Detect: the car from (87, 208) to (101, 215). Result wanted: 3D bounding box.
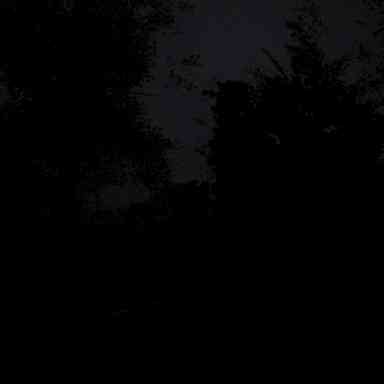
[{"bbox_3d":[-22.537,4.784,78.082,4.674,1.452,2.002,1,-3,-34],"label":"car"}]

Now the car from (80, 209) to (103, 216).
[{"bbox_3d":[-24.352,4.917,80.807,4.892,1.521,2.231,1,-3,-34],"label":"car"}]

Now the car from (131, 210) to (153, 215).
[{"bbox_3d":[-7.255,3.340,55.258,4.674,1.452,2.002,1,-3,-34],"label":"car"}]

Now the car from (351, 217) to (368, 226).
[{"bbox_3d":[13.793,1.620,24.353,5.566,2.045,2.435,1,-2,-34],"label":"car"}]

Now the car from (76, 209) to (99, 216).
[{"bbox_3d":[-26.176,5.088,83.519,5.008,1.535,2.097,1,-3,-34],"label":"car"}]
